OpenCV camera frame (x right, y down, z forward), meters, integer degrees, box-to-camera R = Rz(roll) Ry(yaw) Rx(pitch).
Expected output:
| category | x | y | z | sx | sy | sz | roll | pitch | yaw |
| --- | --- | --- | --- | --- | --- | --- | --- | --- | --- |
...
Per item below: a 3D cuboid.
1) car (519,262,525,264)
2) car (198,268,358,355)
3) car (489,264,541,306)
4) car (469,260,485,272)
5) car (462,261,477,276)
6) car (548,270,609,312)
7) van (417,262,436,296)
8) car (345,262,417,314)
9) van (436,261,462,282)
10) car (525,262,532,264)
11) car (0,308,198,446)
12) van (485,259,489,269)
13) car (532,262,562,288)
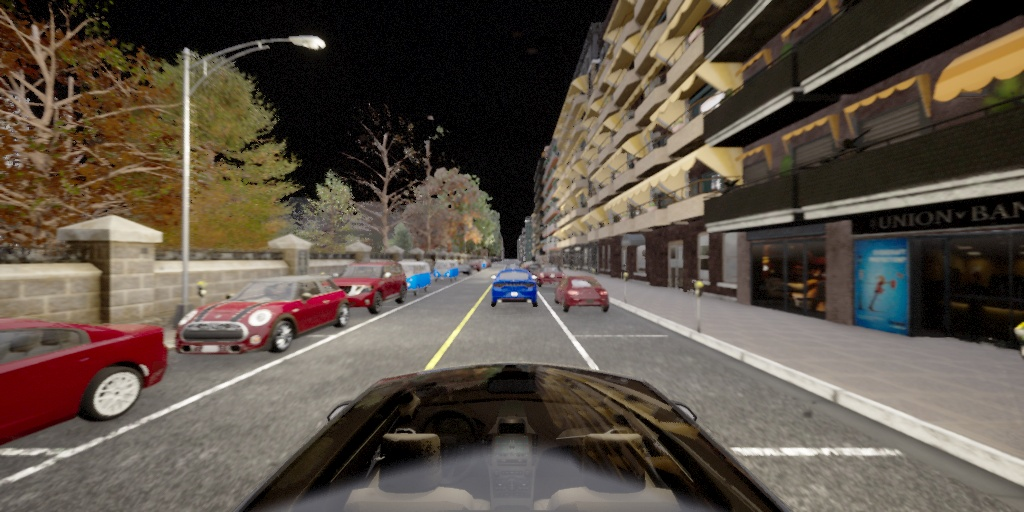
| category | x | y | z | sx | sy | sz | roll | pitch | yaw |
| --- | --- | --- | --- | --- | --- | --- | --- | --- | --- |
| car | 0.090 | 1.571 | 39.877 | 2.033 | 1.411 | 5.357 | 0 | 0 | 0 |
| car | -5.691 | 1.238 | 8.752 | 1.967 | 1.591 | 4.097 | 0 | 0 | 0 |
| car | 0.095 | 1.331 | 16.381 | 1.882 | 1.535 | 5.008 | 0 | 0 | 0 |
| car | -5.702 | 1.444 | 53.793 | 2.192 | 1.841 | 5.009 | 0 | 0 | 0 |
| car | -5.700 | 1.609 | 42.534 | 1.948 | 1.339 | 4.313 | 0 | 0 | 0 |
| car | 2.688 | 1.421 | 14.384 | 1.802 | 1.307 | 4.207 | 0 | 0 | 0 |
| van | -5.694 | 1.221 | 20.013 | 1.690 | 1.789 | 3.998 | 0 | 0 | 0 |
| car | -5.693 | 1.154 | 14.382 | 2.192 | 1.841 | 5.009 | 0 | 0 | 0 |
| van | -5.697 | 1.302 | 31.274 | 1.690 | 1.789 | 3.998 | 0 | 0 | 0 |
| car | 2.680 | 1.609 | 42.536 | 1.948 | 1.339 | 4.313 | 0 | 0 | 0 |
| car | -5.690 | 1.305 | 3.124 | 1.888 | 1.381 | 4.507 | 0 | 0 | 0 |
| van | -5.705 | 1.560 | 65.053 | 1.690 | 1.789 | 3.998 | 0 | 0 | 0 |
| car | 2.685 | 1.360 | 25.646 | 1.967 | 1.591 | 4.097 | 0 | 0 | 0 |
